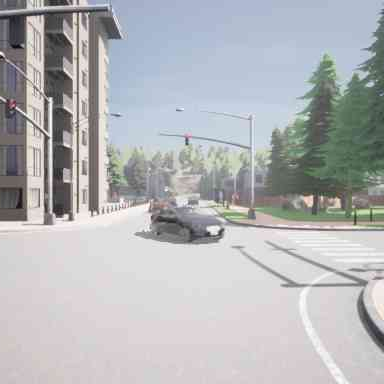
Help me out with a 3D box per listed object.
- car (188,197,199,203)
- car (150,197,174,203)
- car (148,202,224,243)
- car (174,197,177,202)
[{"bbox_3d":[0.196,1.547,55.737,2.033,1.411,5.357,0,0,0],"label":"car"},{"bbox_3d":[-3.471,1.351,36.221,2.097,1.767,4.553,0,0,0],"label":"car"},{"bbox_3d":[-0.399,1.486,16.246,2.128,1.511,4.902,-1,0,-33],"label":"car"},{"bbox_3d":[-3.388,1.477,51.825,1.882,1.535,5.008,0,0,1],"label":"car"}]
